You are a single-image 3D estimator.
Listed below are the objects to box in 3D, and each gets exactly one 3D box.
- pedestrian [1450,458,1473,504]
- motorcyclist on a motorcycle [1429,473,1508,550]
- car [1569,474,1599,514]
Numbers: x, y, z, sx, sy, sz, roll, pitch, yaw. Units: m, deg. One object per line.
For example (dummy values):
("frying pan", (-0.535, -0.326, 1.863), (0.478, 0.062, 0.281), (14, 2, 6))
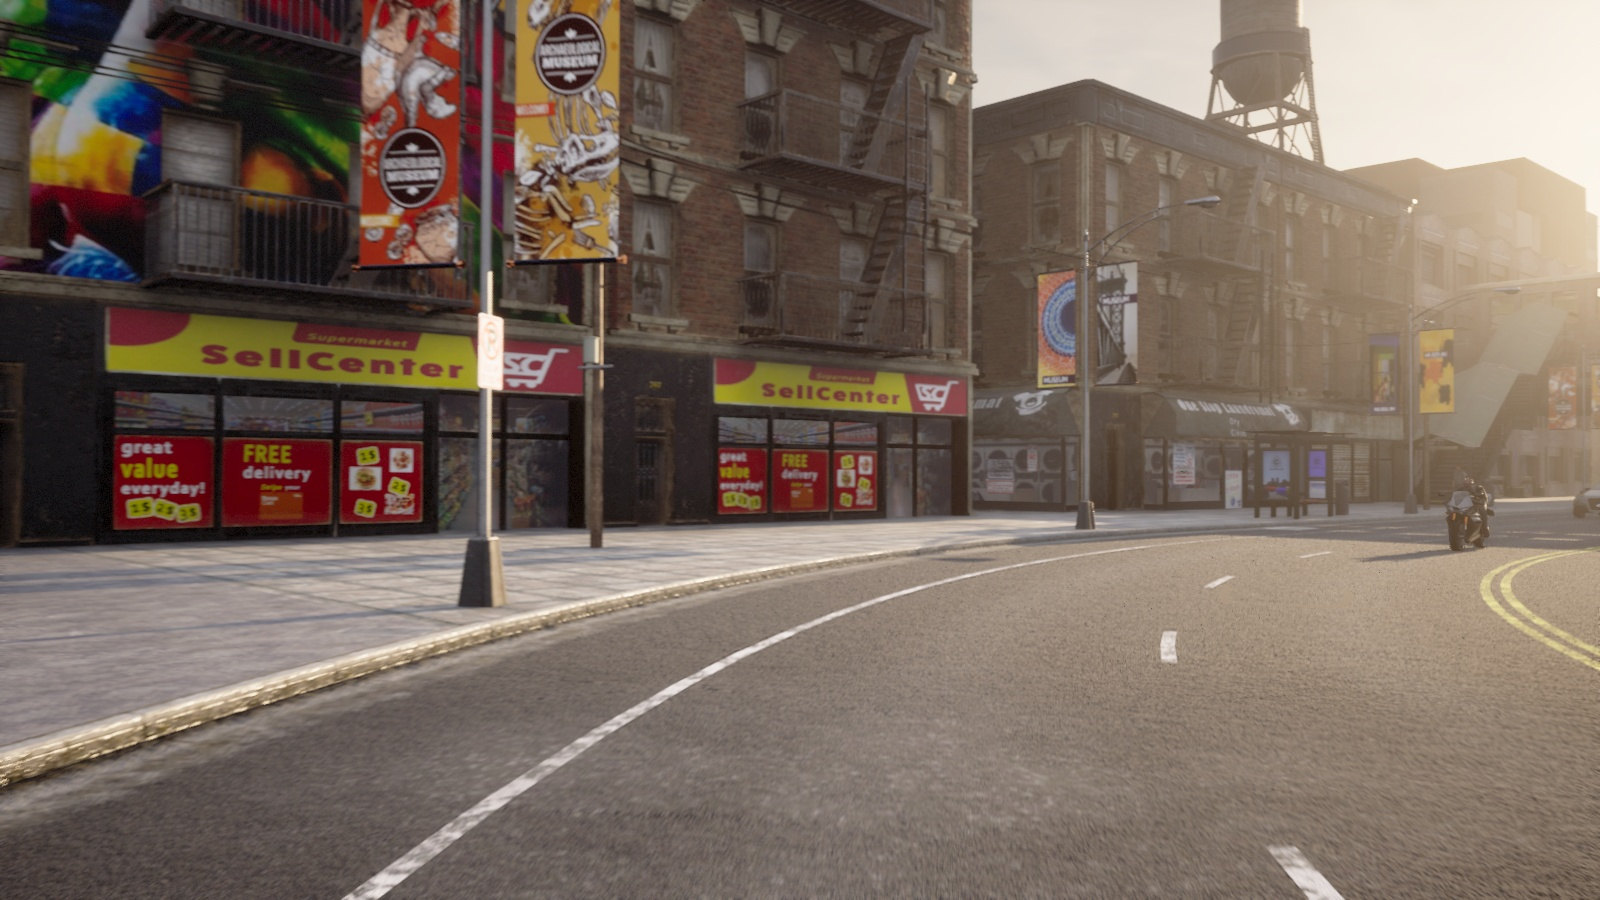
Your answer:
("pedestrian", (26.983, 1.249, 51.243), (0.694, 1.848, 0.540), (1, -1, -35))
("motorcyclist on a motorcycle", (13.918, 1.246, 26.107), (0.866, 1.530, 2.191), (-1, -1, 44))
("car", (29.565, 1.549, 45.308), (4.181, 1.385, 1.994), (1, -1, -42))
